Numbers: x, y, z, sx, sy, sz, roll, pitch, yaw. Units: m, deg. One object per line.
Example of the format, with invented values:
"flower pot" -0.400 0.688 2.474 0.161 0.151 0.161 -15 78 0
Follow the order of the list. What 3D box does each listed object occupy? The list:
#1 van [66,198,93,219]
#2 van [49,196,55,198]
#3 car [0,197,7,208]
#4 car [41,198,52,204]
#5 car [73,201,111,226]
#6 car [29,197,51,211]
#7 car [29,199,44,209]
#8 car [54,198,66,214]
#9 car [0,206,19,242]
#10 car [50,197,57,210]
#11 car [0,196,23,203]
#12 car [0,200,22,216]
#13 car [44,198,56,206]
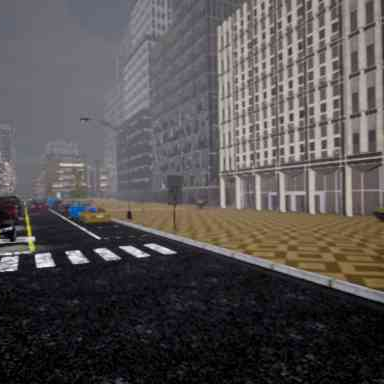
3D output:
"van" -9.572 1.451 28.880 1.690 1.788 3.998 -1 0 -27
"van" -24.587 1.659 58.609 1.690 1.788 3.998 -1 0 -27
"car" -34.569 1.801 59.783 2.192 1.841 5.009 -1 0 -27
"car" -32.093 1.989 73.473 1.947 1.339 4.313 -1 0 -27
"car" -7.144 1.602 24.076 1.752 1.417 4.829 -1 0 -27
"car" -20.880 1.840 45.522 1.994 1.385 4.181 -1 0 -27
"car" -25.461 1.887 54.370 2.033 1.411 5.357 -1 0 -27
"car" -14.575 1.730 38.789 2.008 1.369 4.403 -1 0 -27
"car" -9.858 1.660 16.617 1.812 1.442 4.674 -1 0 -29
"car" -19.580 1.814 48.699 1.947 1.339 4.313 -1 0 -27
"car" -19.099 1.483 34.952 2.150 2.045 5.566 -1 0 -26
"car" -14.387 1.675 25.572 1.882 1.535 5.008 -1 0 -27
"car" -27.164 1.879 63.715 1.752 1.417 4.829 -1 0 -27
